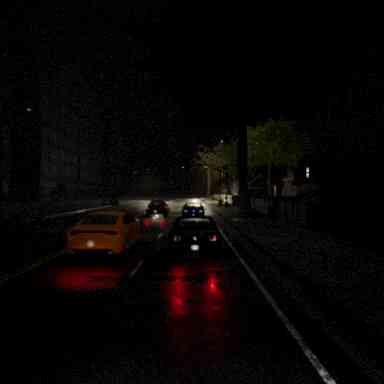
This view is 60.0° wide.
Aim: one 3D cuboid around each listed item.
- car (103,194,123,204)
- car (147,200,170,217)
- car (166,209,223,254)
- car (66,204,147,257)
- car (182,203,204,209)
[{"bbox_3d":[-9.742,1.076,41.269,1.837,1.490,4.892,0,0,0],"label":"car"},{"bbox_3d":[-3.144,1.492,30.780,1.812,1.442,4.674,0,0,0],"label":"car"},{"bbox_3d":[0.103,1.583,13.419,1.895,1.301,4.718,0,0,0],"label":"car"},{"bbox_3d":[-3.147,1.461,12.804,1.882,1.535,5.008,0,0,0],"label":"car"},{"bbox_3d":[0.105,1.568,29.010,1.895,1.301,4.718,0,0,0],"label":"car"}]
